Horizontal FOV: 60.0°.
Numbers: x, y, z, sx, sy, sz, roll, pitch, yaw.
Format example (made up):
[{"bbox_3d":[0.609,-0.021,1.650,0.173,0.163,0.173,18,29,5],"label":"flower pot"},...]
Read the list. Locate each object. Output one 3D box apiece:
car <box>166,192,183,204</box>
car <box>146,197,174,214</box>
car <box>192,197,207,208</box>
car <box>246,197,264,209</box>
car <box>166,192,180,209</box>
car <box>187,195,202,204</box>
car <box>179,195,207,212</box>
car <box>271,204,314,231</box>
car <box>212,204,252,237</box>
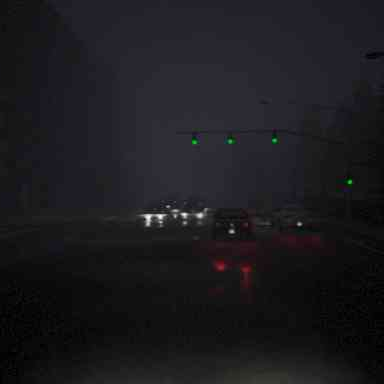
[{"bbox_3d":[-3.128,1.091,59.667,2.150,2.045,5.566,-1,0,-12],"label":"car"},{"bbox_3d":[-3.462,1.503,34.801,1.994,1.385,4.181,-1,0,6],"label":"car"},{"bbox_3d":[1.051,1.390,45.586,1.812,1.442,4.674,-1,0,5],"label":"car"},{"bbox_3d":[7.983,1.328,42.316,1.812,1.442,4.674,-1,0,5],"label":"car"},{"bbox_3d":[-2.661,1.260,43.275,2.097,1.767,4.553,-1,0,5],"label":"car"},{"bbox_3d":[0.383,1.337,59.962,1.837,1.490,4.892,-1,0,-12],"label":"car"},{"bbox_3d":[0.243,1.249,36.641,2.097,1.767,4.553,-1,0,6],"label":"car"},{"bbox_3d":[5.765,1.414,19.443,1.812,1.442,4.674,-1,0,6],"label":"car"},{"bbox_3d":[2.068,1.531,17.628,1.895,1.301,4.718,-1,0,6],"label":"car"}]
